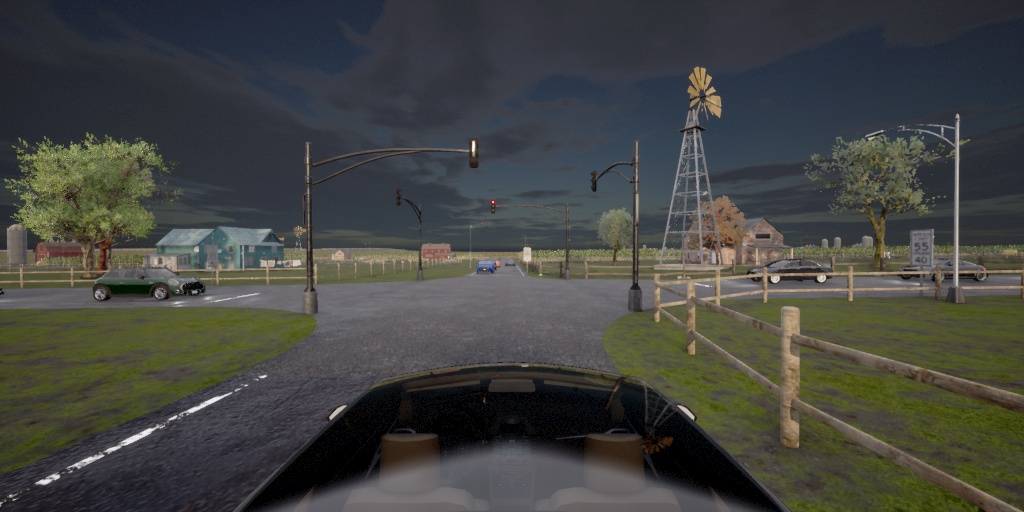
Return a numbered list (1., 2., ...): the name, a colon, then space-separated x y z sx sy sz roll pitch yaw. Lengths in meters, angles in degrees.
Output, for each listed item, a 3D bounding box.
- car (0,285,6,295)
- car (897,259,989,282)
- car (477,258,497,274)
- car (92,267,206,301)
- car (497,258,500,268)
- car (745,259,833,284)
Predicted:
1. car: -30.710 1.724 19.052 5.357 1.411 2.033 -1 1 0
2. car: 27.542 0.885 23.028 4.181 1.385 1.994 -1 1 0
3. car: -3.051 1.222 41.982 1.882 1.535 5.008 0 0 -1
4. car: -19.177 1.372 19.108 4.553 1.767 2.097 -1 1 0
5. car: -3.122 1.293 51.886 2.033 1.411 5.357 0 0 -1
6. car: 17.684 0.957 22.984 4.892 1.490 1.837 -1 1 0
